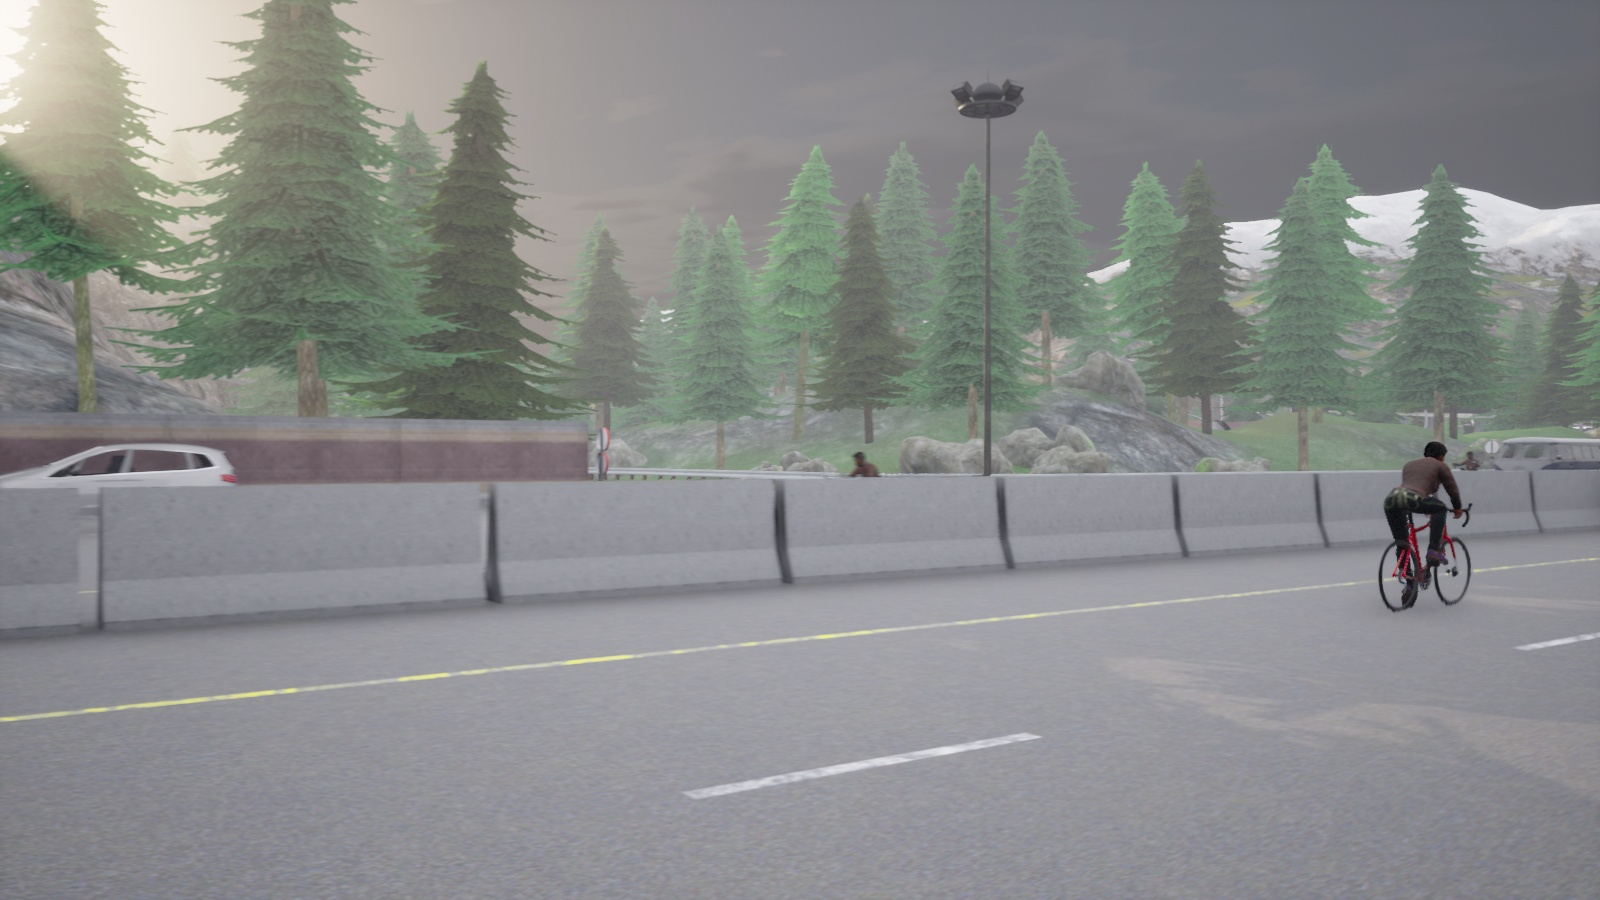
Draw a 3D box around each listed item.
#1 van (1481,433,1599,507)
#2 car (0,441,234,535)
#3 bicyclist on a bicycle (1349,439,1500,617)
[{"bbox_3d":[21.311,0.544,35.541,4.442,1.987,1.775,0,0,-35],"label":"van"},{"bbox_3d":[-13.560,0.678,24.072,4.611,1.667,2.242,0,0,-35],"label":"car"},{"bbox_3d":[6.044,0.716,12.129,1.656,1.620,0.582,0,0,-35],"label":"bicyclist on a bicycle"}]
